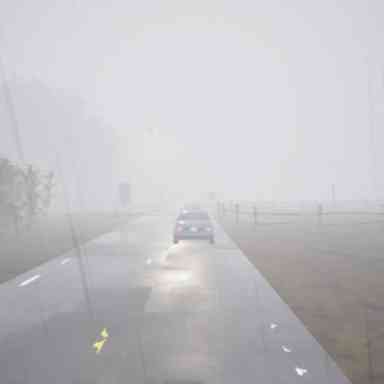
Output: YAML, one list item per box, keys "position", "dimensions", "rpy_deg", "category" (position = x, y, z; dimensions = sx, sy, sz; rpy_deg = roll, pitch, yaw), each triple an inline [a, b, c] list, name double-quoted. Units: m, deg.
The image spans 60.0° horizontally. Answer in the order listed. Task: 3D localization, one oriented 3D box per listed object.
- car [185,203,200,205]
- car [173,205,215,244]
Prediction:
- position: [0.020, 1.575, 27.301]
  dimensions: [1.994, 1.385, 4.181]
  rpy_deg: [0, 0, -1]
  category: "car"
- position: [0.075, 1.548, 15.843]
  dimensions: [2.033, 1.411, 5.357]
  rpy_deg: [0, 0, 0]
  category: "car"
